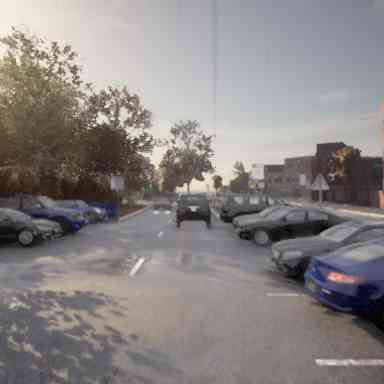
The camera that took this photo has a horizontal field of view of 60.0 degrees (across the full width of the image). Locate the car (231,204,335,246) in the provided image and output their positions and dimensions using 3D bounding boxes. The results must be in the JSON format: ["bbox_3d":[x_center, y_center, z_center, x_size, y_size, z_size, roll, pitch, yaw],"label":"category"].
[{"bbox_3d":[4.420,1.422,14.366,5.008,1.535,2.097,0,0,0],"label":"car"}]

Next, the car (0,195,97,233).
[{"bbox_3d":[-8.130,1.158,16.980,5.566,2.045,2.435,0,0,0],"label":"car"}]

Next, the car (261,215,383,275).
[{"bbox_3d":[4.418,1.486,8.715,4.674,1.452,2.002,0,0,0],"label":"car"}]

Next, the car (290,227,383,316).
[{"bbox_3d":[4.412,1.497,5.889,4.674,1.452,2.002,0,0,0],"label":"car"}]

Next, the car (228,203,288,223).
[{"bbox_3d":[4.418,1.448,17.193,4.674,1.452,2.002,0,0,0],"label":"car"}]

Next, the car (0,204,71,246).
[{"bbox_3d":[-8.164,1.423,14.282,4.892,1.521,2.231,0,0,0],"label":"car"}]

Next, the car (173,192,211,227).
[{"bbox_3d":[0.098,1.123,22.220,2.150,2.045,5.566,0,0,0],"label":"car"}]

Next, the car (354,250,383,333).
[{"bbox_3d":[4.444,1.497,3.063,4.792,1.488,2.163,0,0,0],"label":"car"}]

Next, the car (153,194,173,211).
[{"bbox_3d":[-3.264,1.337,38.330,2.033,1.411,5.357,0,0,0],"label":"car"}]

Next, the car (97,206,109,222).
[{"bbox_3d":[-8.095,1.245,22.761,4.553,1.767,2.185,0,0,0],"label":"car"}]

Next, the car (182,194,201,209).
[{"bbox_3d":[-0.149,1.119,41.182,2.097,1.767,4.553,0,0,-4],"label":"car"}]
